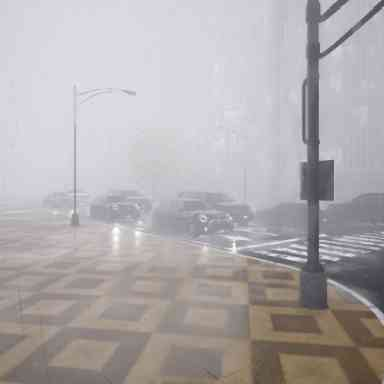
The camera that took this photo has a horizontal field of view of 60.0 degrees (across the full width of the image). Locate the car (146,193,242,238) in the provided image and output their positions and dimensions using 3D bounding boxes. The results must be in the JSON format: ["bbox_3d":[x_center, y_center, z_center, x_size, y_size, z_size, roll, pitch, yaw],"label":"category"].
[{"bbox_3d":[-0.051,1.124,16.510,2.097,1.767,4.553,0,1,-38],"label":"car"}]

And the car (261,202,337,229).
[{"bbox_3d":[5.808,1.308,19.900,1.812,1.442,4.674,0,1,-38],"label":"car"}]

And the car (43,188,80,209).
[{"bbox_3d":[-13.350,0.731,33.386,2.097,1.767,4.553,0,1,-38],"label":"car"}]

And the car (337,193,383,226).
[{"bbox_3d":[10.533,1.056,19.186,2.150,2.045,5.566,0,1,-38],"label":"car"}]

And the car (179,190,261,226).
[{"bbox_3d":[1.141,0.951,20.205,2.150,2.045,5.566,0,1,-40],"label":"car"}]

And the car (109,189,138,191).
[{"bbox_3d":[-5.591,0.748,28.769,2.150,2.045,5.566,0,2,-38],"label":"car"}]

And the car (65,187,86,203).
[{"bbox_3d":[-13.800,0.504,39.228,2.150,2.045,5.566,0,1,-38],"label":"car"}]

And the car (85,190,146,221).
[{"bbox_3d":[-5.464,0.965,23.355,2.097,1.767,4.553,0,1,-38],"label":"car"}]
